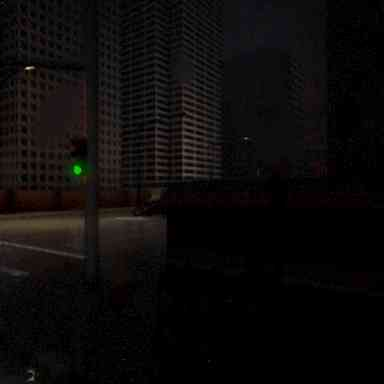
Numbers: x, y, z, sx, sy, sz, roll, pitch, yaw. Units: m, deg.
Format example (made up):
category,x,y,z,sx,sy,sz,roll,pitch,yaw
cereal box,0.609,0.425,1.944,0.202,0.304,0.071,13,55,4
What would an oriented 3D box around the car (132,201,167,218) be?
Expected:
category,x,y,z,sx,sy,sz,roll,pitch,yaw
car,-3.585,1.583,31.629,1.812,1.442,4.674,0,0,36
